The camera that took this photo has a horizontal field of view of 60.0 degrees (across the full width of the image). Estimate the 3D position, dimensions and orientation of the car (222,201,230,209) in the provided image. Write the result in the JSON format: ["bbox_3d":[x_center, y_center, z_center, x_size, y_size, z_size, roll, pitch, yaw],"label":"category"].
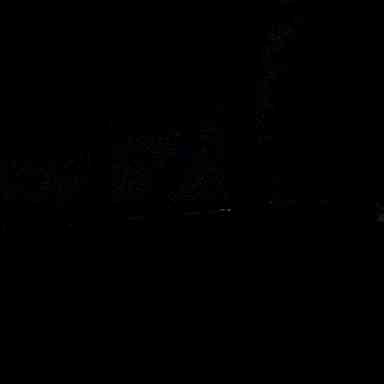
[{"bbox_3d":[6.250,1.886,49.907,1.994,1.385,4.181,-3,-2,36],"label":"car"}]
